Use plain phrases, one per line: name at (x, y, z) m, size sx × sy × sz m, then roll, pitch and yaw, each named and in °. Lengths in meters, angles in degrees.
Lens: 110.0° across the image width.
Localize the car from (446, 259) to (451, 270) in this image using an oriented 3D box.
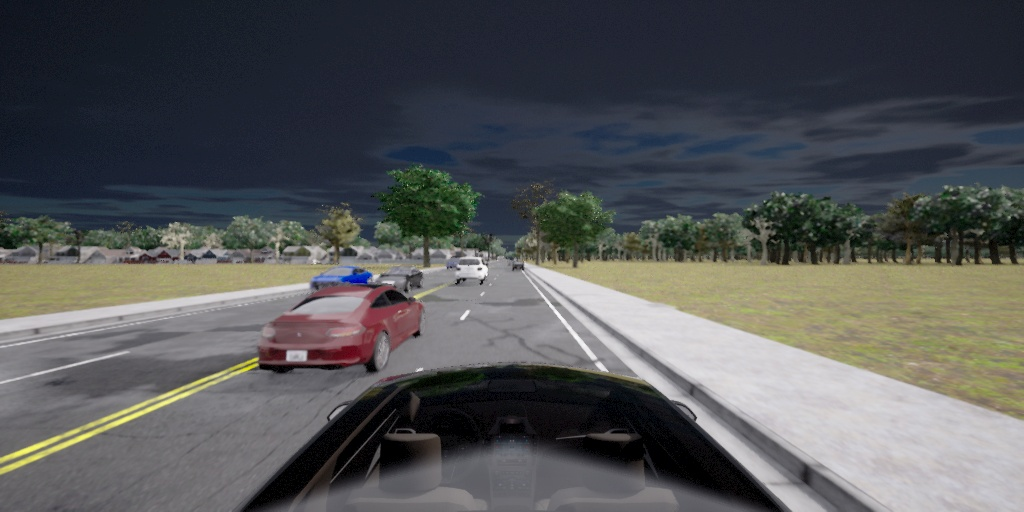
car at (-9.796, 1.364, 61.682) m, size 2.150 × 2.045 × 5.566 m, roll 0°, pitch 0°, yaw 1°

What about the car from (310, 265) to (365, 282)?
car at (-9.853, 1.336, 21.064) m, size 1.882 × 1.535 × 5.008 m, roll 0°, pitch 0°, yaw 0°

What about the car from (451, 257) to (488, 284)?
car at (-3.157, 1.131, 28.818) m, size 2.150 × 2.045 × 5.566 m, roll 0°, pitch 0°, yaw 0°

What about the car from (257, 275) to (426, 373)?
car at (-3.149, 1.306, 7.548) m, size 1.812 × 1.442 × 4.674 m, roll 0°, pitch 0°, yaw 0°

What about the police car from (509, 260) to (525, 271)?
police car at (0.963, 1.520, 55.583) m, size 1.930 × 1.638 × 5.238 m, roll 0°, pitch 0°, yaw 0°

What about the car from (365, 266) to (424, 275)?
car at (-6.602, 1.353, 21.483) m, size 2.128 × 1.511 × 4.902 m, roll 0°, pitch 0°, yaw 0°
